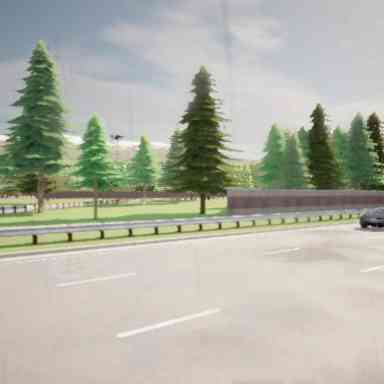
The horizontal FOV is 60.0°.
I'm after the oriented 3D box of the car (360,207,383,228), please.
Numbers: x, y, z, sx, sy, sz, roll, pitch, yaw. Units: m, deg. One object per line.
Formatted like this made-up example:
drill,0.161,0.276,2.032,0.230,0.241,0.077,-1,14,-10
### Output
car,12.635,1.637,21.363,4.181,1.385,1.994,0,0,-35
